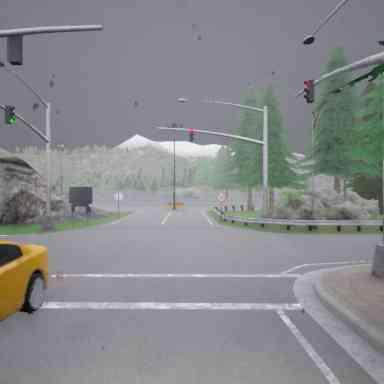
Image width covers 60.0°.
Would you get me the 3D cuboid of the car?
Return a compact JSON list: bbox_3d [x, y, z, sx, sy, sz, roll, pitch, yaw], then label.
[{"bbox_3d":[-3.846,1.474,4.825,1.882,1.535,5.008,0,0,0],"label":"car"}]
